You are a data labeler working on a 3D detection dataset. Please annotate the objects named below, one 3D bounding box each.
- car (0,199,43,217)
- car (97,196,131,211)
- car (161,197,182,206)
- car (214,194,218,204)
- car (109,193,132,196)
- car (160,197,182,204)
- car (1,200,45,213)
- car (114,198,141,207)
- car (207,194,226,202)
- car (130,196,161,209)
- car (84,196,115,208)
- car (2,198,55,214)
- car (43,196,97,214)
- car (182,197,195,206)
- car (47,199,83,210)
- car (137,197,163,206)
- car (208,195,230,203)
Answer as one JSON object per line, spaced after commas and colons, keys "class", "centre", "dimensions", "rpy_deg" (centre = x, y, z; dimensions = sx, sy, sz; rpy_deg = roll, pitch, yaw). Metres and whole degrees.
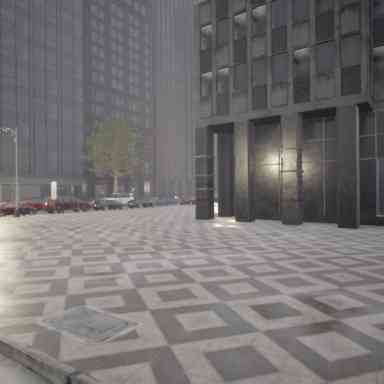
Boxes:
{"class": "car", "centre": [-16.141, 1.576, 29.921], "dimensions": [1.802, 1.307, 4.206], "rpy_deg": [-1, 0, 35]}
{"class": "car", "centre": [-9.729, 1.524, 39.199], "dimensions": [1.947, 1.339, 4.313], "rpy_deg": [-1, 0, 35]}
{"class": "car", "centre": [-3.973, 1.518, 52.044], "dimensions": [1.994, 1.385, 4.181], "rpy_deg": [-1, 0, 35]}
{"class": "car", "centre": [3.093, 1.222, 57.754], "dimensions": [2.192, 1.841, 5.009], "rpy_deg": [-1, 0, 35]}
{"class": "car", "centre": [-10.788, 1.227, 47.807], "dimensions": [2.150, 2.045, 5.566], "rpy_deg": [-1, 0, 34]}
{"class": "car", "centre": [-3.913, 1.574, 62.606], "dimensions": [1.947, 1.339, 4.313], "rpy_deg": [-1, 0, 35]}
{"class": "car", "centre": [-19.945, 1.641, 39.410], "dimensions": [1.947, 1.339, 4.313], "rpy_deg": [-1, 0, 35]}
{"class": "car", "centre": [-10.326, 1.612, 53.327], "dimensions": [1.802, 1.307, 4.206], "rpy_deg": [-1, 0, 35]}
{"class": "car", "centre": [5.705, 1.296, 76.524], "dimensions": [2.192, 1.841, 5.009], "rpy_deg": [-1, 0, 35]}
{"class": "car", "centre": [-6.523, 1.508, 43.836], "dimensions": [1.947, 1.339, 4.313], "rpy_deg": [-1, 0, 35]}
{"class": "car", "centre": [-13.534, 1.483, 48.688], "dimensions": [1.967, 1.590, 4.097], "rpy_deg": [-1, 0, 35]}
{"class": "car", "centre": [-18.167, 1.523, 37.142], "dimensions": [1.882, 1.535, 5.008], "rpy_deg": [-1, -1, 35]}
{"class": "car", "centre": [-12.937, 1.289, 34.561], "dimensions": [2.192, 1.841, 5.009], "rpy_deg": [-1, 0, 35]}
{"class": "car", "centre": [-0.111, 1.462, 53.114], "dimensions": [1.887, 1.381, 4.507], "rpy_deg": [-1, 0, 35]}
{"class": "car", "centre": [-16.739, 1.641, 44.049], "dimensions": [1.802, 1.307, 4.206], "rpy_deg": [-1, 0, 35]}
{"class": "car", "centre": [-7.217, 1.544, 57.826], "dimensions": [1.752, 1.417, 4.829], "rpy_deg": [-1, 0, 35]}
{"class": "car", "centre": [5.367, 1.416, 65.566], "dimensions": [2.128, 1.511, 4.902], "rpy_deg": [-1, 0, 35]}
